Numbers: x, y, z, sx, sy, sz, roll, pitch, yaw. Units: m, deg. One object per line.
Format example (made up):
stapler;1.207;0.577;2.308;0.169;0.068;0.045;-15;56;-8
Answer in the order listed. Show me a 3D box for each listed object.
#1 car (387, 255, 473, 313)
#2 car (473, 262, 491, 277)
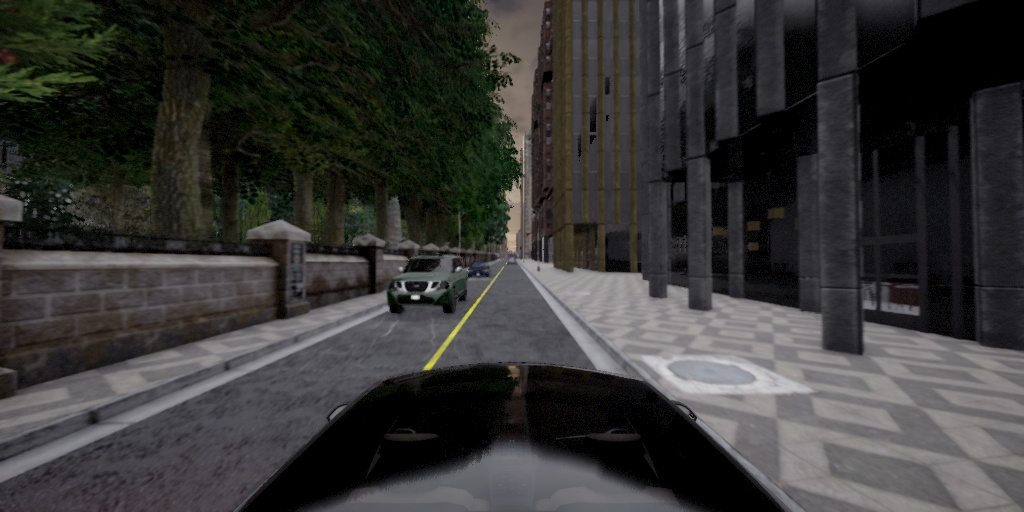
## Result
car;-3.073;0.963;14.223;2.150;2.045;5.566;0;0;0
car;-2.994;1.259;34.430;2.033;1.411;5.357;0;0;0
